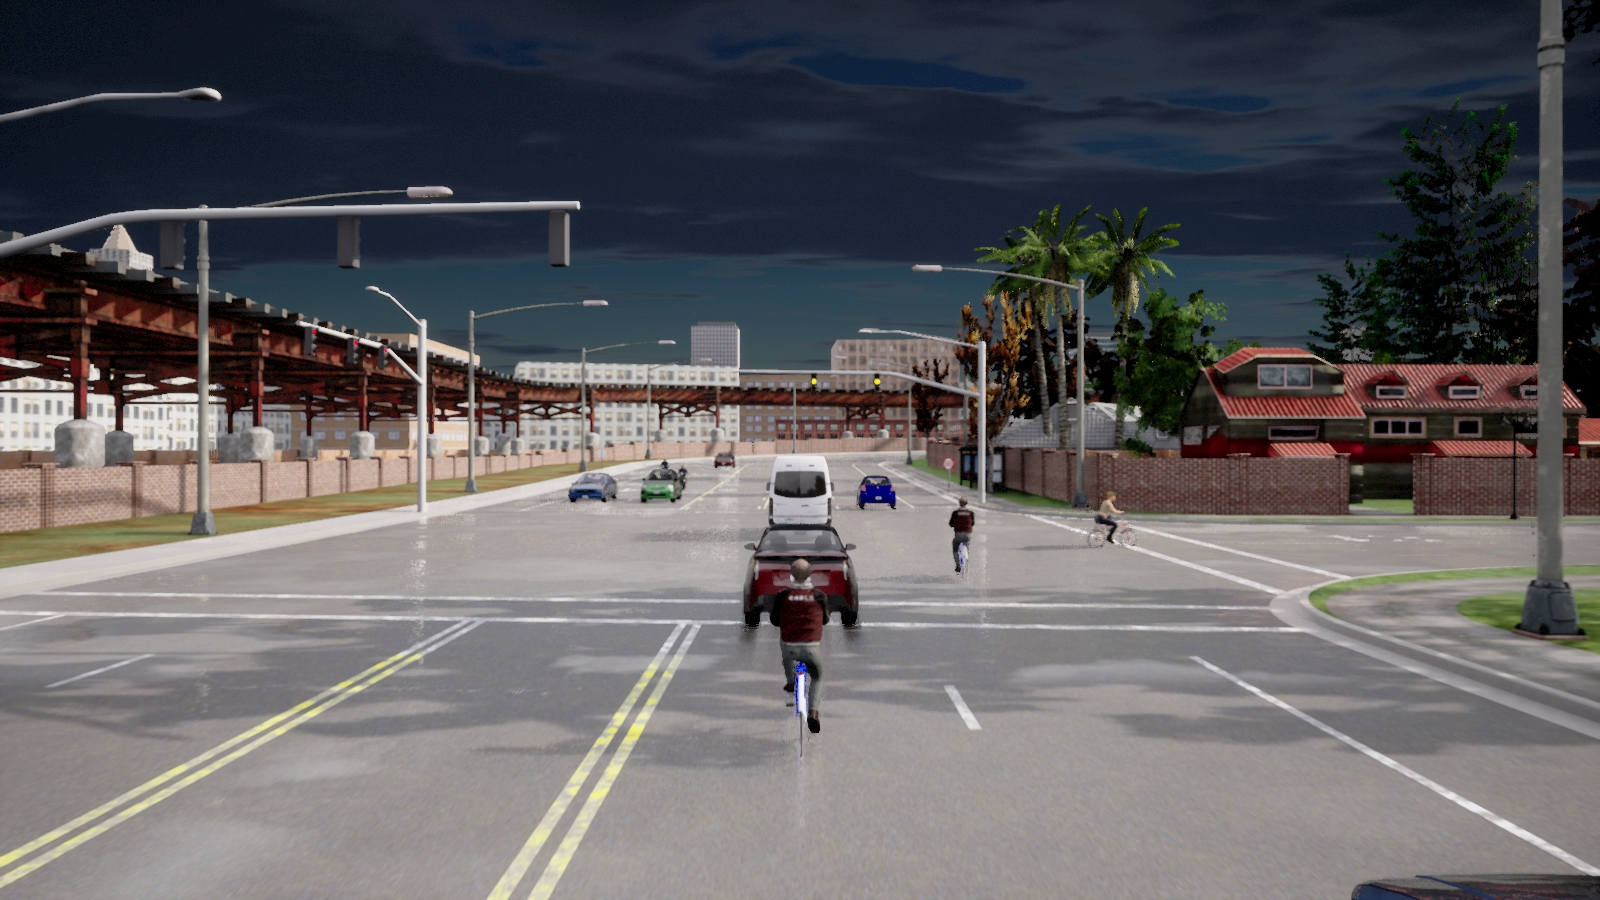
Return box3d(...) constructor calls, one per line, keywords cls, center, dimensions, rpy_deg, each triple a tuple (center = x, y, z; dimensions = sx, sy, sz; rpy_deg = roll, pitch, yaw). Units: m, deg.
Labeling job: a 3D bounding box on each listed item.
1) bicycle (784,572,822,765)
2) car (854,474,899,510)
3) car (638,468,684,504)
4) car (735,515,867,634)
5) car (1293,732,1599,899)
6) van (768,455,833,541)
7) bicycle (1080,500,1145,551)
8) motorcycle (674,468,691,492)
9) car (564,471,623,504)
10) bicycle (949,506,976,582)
box3d(cls="bicycle", center=(0.025, 2.033, 11.023), dimensions=(0.329, 1.496, 1.835), rpy_deg=(0, 0, 0))
box3d(cls="car", center=(3.507, 1.905, 53.102), dimensions=(1.845, 1.501, 3.633), rpy_deg=(0, 1, 0))
box3d(cls="car", center=(-6.992, 1.792, 57.786), dimensions=(1.851, 1.617, 3.988), rpy_deg=(0, 1, 0))
box3d(cls="car", center=(0.007, 2.015, 19.530), dimensions=(2.007, 1.525, 4.514), rpy_deg=(0, 0, 0))
box3d(cls="car", center=(3.424, 2.108, 2.978), dimensions=(2.033, 1.411, 5.357), rpy_deg=(0, 0, 1))
box3d(cls="van", center=(0.016, 1.471, 37.607), dimensions=(1.988, 2.561, 5.915), rpy_deg=(0, 0, 0))
box3d(cls="bicycle", center=(8.775, 2.109, 32.099), dimensions=(1.487, 1.301, 0.859), rpy_deg=(0, 3, -9))
box3d(cls="motorcycle", center=(-7.002, 1.791, 68.101), dimensions=(0.856, 1.341, 1.805), rpy_deg=(0, 1, 0))
box3d(cls="car", center=(-10.494, 1.886, 58.471), dimensions=(2.033, 1.411, 5.357), rpy_deg=(0, 1, 0))
box3d(cls="bicycle", center=(3.521, 2.024, 24.876), dimensions=(0.329, 1.496, 1.835), rpy_deg=(0, 0, 0))
